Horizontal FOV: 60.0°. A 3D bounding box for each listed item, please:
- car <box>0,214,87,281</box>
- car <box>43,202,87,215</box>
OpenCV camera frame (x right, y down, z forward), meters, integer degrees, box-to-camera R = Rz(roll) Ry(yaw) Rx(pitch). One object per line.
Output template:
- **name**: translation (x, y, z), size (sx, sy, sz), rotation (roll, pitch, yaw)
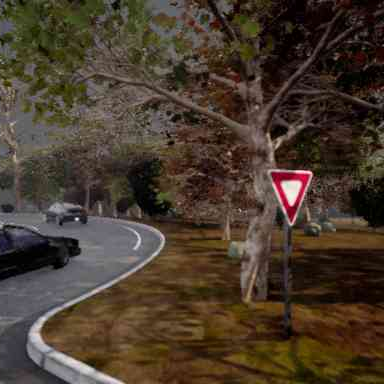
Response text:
- **car**: translation (-5.076, 1.537, 8.407), size (2.033, 1.411, 5.357), rotation (0, 0, 16)
- **car**: translation (-8.990, 1.485, 23.354), size (1.837, 1.490, 4.892), rotation (1, 0, -40)
